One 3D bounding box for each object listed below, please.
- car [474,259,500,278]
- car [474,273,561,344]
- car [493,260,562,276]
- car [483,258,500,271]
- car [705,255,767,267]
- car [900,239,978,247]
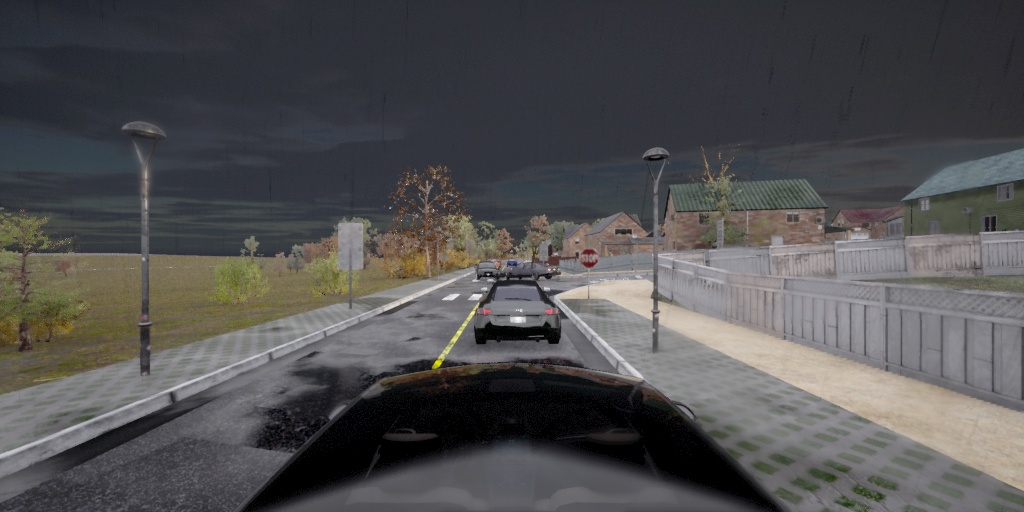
[{"bbox_3d":[-2.248,1.257,31.491,1.837,1.490,4.892,0,0,-8],"label":"car"},{"bbox_3d":[0.103,1.313,9.565,1.994,1.385,4.181,0,0,-1],"label":"car"},{"bbox_3d":[1.339,1.197,28.579,5.357,1.411,2.033,-4,-3,43],"label":"car"},{"bbox_3d":[-2.843,1.120,51.309,2.097,1.767,4.553,0,0,1],"label":"car"},{"bbox_3d":[14.389,0.413,22.954,4.181,1.385,1.994,-3,0,16],"label":"car"},{"bbox_3d":[23.889,-0.208,20.532,4.902,1.511,2.128,-3,0,14],"label":"car"}]
